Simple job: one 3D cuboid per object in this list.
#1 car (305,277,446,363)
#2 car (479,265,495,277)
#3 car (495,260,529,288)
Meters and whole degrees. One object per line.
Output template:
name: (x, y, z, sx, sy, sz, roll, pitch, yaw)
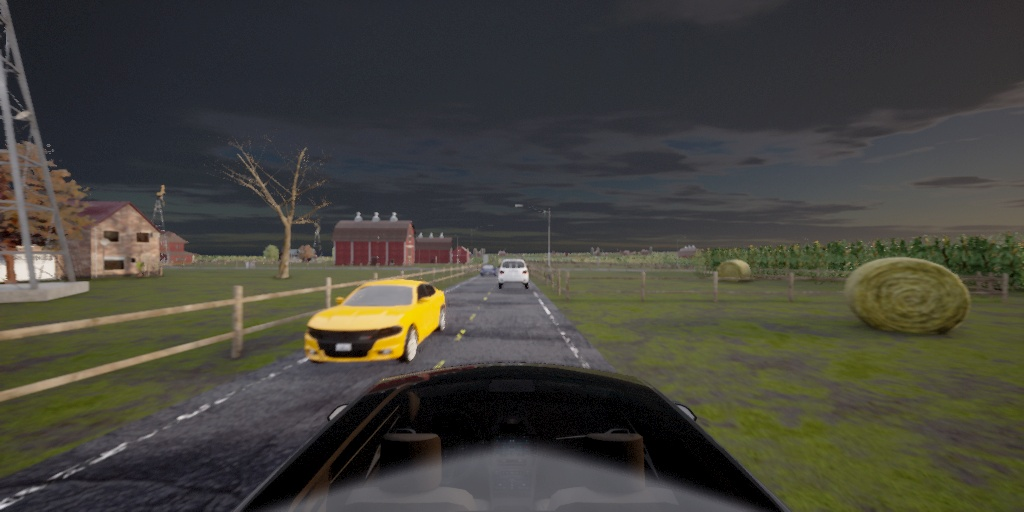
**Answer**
car: (-2.848, 1.309, 8.560, 1.882, 1.535, 5.008, 0, -1, 0)
car: (-2.839, 1.785, 43.419, 1.812, 1.442, 4.674, 0, -1, 0)
car: (0.098, 1.281, 27.168, 2.150, 2.045, 5.566, 0, 0, 0)
